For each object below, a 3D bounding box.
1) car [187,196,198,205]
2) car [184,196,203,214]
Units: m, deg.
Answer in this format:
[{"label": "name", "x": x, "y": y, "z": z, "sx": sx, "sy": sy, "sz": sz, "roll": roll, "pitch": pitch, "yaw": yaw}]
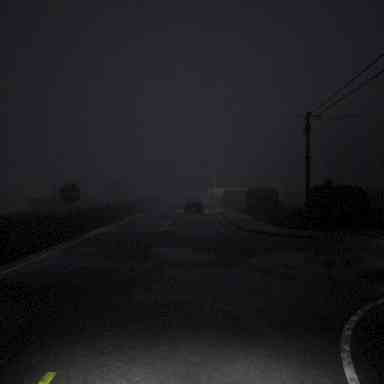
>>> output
[{"label": "car", "x": 0.135, "y": 1.506, "z": 59.348, "sx": 1.837, "sy": 1.490, "sz": 4.892, "roll": 0, "pitch": 1, "yaw": 1}, {"label": "car", "x": 0.175, "y": 1.477, "z": 34.861, "sx": 1.882, "sy": 1.535, "sz": 5.008, "roll": 0, "pitch": 0, "yaw": 0}]
